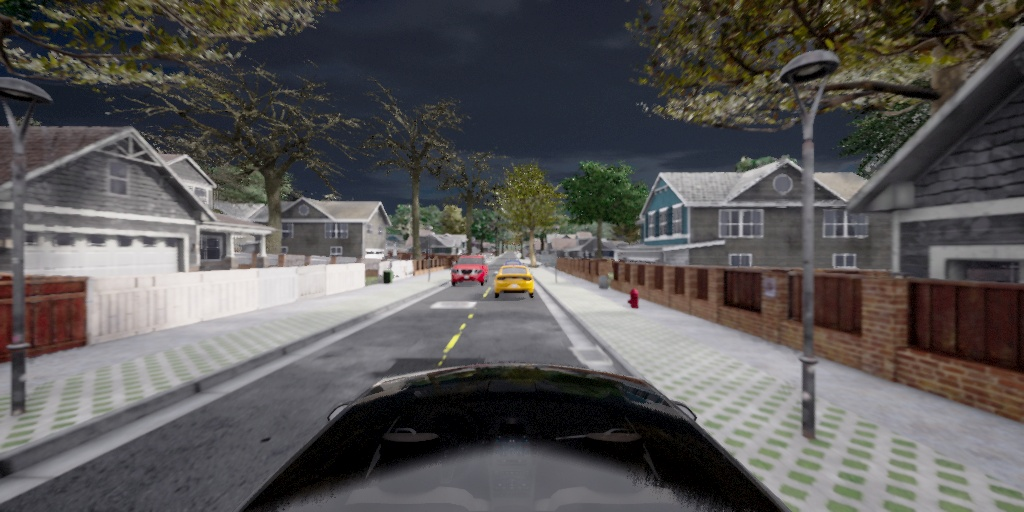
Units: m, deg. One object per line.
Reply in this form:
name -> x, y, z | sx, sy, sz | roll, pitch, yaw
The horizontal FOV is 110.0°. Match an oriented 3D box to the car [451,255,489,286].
car -> -2.843, 0.953, 25.189 | 2.150, 2.045, 5.566 | 0, 0, 0

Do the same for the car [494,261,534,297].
car -> 0.105, 1.224, 18.852 | 1.882, 1.535, 5.008 | 0, 0, 0
